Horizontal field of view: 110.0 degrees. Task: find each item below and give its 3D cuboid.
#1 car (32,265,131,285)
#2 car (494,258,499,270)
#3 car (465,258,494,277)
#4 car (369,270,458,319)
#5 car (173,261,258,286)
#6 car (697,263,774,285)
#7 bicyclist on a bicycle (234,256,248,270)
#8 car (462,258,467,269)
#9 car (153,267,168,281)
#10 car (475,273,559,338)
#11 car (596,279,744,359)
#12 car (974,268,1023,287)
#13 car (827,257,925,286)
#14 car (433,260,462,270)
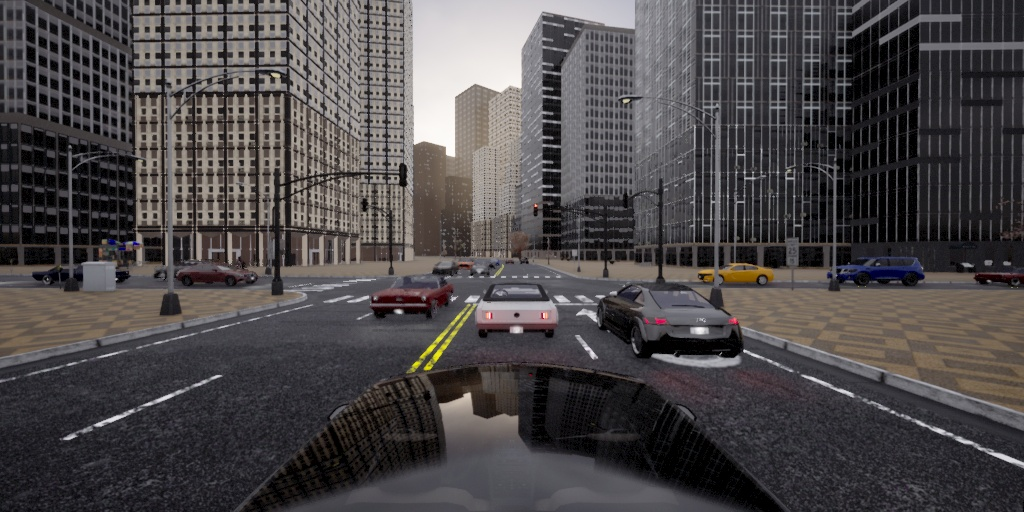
[{"bbox_3d":[-28.638,1.222,23.988,4.718,1.301,1.895,0,0,1],"label":"car"},{"bbox_3d":[-3.324,1.292,51.801,1.895,1.301,4.718,0,0,0],"label":"car"},{"bbox_3d":[-3.111,1.213,35.505,2.128,1.511,4.902,0,0,-3],"label":"car"},{"bbox_3d":[-3.345,1.345,12.838,1.895,1.301,4.718,0,0,0],"label":"car"},{"bbox_3d":[-19.474,1.190,23.752,4.674,1.442,1.812,0,0,1],"label":"car"},{"bbox_3d":[16.323,1.281,26.321,5.008,1.535,1.882,0,0,1],"label":"car"},{"bbox_3d":[-24.691,0.866,32.619,0.582,1.620,1.656,0,1,1],"label":"bicyclist on a bicycle"},{"bbox_3d":[-6.574,1.044,51.156,2.097,1.767,4.553,0,0,0],"label":"car"},{"bbox_3d":[-24.151,1.108,27.022,4.902,1.511,2.128,0,0,2],"label":"car"},{"bbox_3d":[0.103,1.347,10.163,1.895,1.301,4.718,0,0,0],"label":"car"},{"bbox_3d":[3.358,1.311,8.449,1.994,1.385,4.181,0,0,0],"label":"car"},{"bbox_3d":[36.705,1.497,25.872,4.718,1.301,1.895,0,0,1],"label":"car"},{"bbox_3d":[26.386,1.070,26.100,5.566,2.045,2.150,0,0,2],"label":"car"},{"bbox_3d":[-6.582,1.199,35.866,1.882,1.535,5.008,0,0,0],"label":"car"}]
